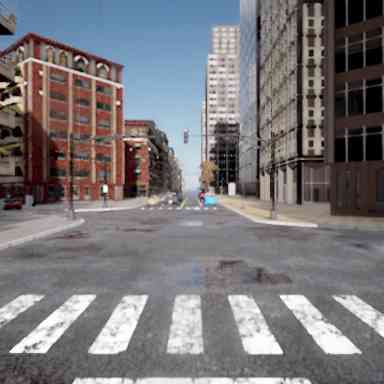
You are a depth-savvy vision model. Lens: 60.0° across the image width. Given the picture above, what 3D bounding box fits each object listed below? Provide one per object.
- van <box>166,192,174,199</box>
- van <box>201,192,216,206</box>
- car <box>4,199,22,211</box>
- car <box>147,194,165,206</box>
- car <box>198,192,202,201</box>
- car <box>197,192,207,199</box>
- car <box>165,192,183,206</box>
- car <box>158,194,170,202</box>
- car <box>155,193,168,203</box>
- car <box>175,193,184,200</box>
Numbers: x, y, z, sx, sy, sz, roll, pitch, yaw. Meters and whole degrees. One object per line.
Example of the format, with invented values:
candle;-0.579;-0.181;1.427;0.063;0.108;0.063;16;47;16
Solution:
van;-5.324;0.862;80.502;1.690;1.788;3.998;0;0;0
van;2.562;1.027;47.190;1.690;1.788;3.998;0;0;0
car;-21.151;1.501;37.861;4.718;1.301;1.895;0;0;41
car;-5.319;1.213;47.020;1.752;1.417;4.829;0;0;0
car;2.557;1.117;69.400;1.887;1.381;4.507;0;0;0
car;2.553;0.813;86.057;2.192;1.841;5.009;0;0;0
car;-2.820;1.176;47.379;2.128;1.511;4.902;0;0;2
car;-5.322;1.165;63.848;1.947;1.339;4.313;0;0;0
car;-5.321;1.067;58.295;1.967;1.590;4.097;0;0;0
car;-2.761;1.067;75.524;1.812;1.442;4.674;0;0;0
